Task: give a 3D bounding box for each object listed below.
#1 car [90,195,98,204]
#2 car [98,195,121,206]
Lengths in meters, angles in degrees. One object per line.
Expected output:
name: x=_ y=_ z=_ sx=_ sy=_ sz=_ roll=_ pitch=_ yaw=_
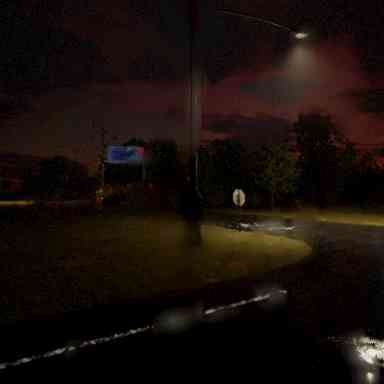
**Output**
car: x=-16.956 y=1.280 z=60.426 sx=2.097 sy=1.767 sz=4.553 roll=0 pitch=0 yaw=-34
car: x=-13.489 y=1.291 z=55.340 sx=2.097 sy=1.767 sz=4.553 roll=0 pitch=0 yaw=-34
